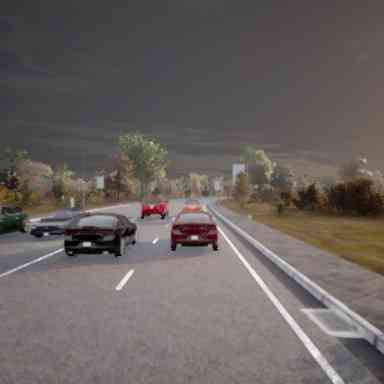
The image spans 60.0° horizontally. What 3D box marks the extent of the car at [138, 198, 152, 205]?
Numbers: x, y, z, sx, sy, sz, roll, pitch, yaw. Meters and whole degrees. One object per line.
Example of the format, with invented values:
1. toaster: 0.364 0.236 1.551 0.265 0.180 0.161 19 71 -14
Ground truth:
1. car: -9.694 2.002 69.069 1.895 1.301 4.718 0 0 3

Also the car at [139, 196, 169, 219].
1. car: -3.462 1.417 31.581 2.150 2.045 5.566 0 0 1

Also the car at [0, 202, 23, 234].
1. car: -10.504 1.459 17.511 2.097 1.767 4.553 0 0 0

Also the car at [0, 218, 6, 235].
1. car: -7.042 1.597 7.908 2.033 1.411 5.357 0 0 0

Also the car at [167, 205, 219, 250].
1. car: 0.097 1.569 14.810 1.882 1.535 5.008 0 -1 0

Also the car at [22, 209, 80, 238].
1. car: -7.004 1.662 18.652 2.033 1.411 5.357 0 0 0

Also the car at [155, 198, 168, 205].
1. car: -6.199 1.947 68.887 2.033 1.411 5.357 0 0 3

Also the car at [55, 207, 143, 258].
1. car: -3.404 1.559 13.249 1.882 1.535 5.008 0 0 0

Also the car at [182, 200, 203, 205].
1. car: 0.060 1.555 33.257 2.097 1.767 4.553 0 0 1
